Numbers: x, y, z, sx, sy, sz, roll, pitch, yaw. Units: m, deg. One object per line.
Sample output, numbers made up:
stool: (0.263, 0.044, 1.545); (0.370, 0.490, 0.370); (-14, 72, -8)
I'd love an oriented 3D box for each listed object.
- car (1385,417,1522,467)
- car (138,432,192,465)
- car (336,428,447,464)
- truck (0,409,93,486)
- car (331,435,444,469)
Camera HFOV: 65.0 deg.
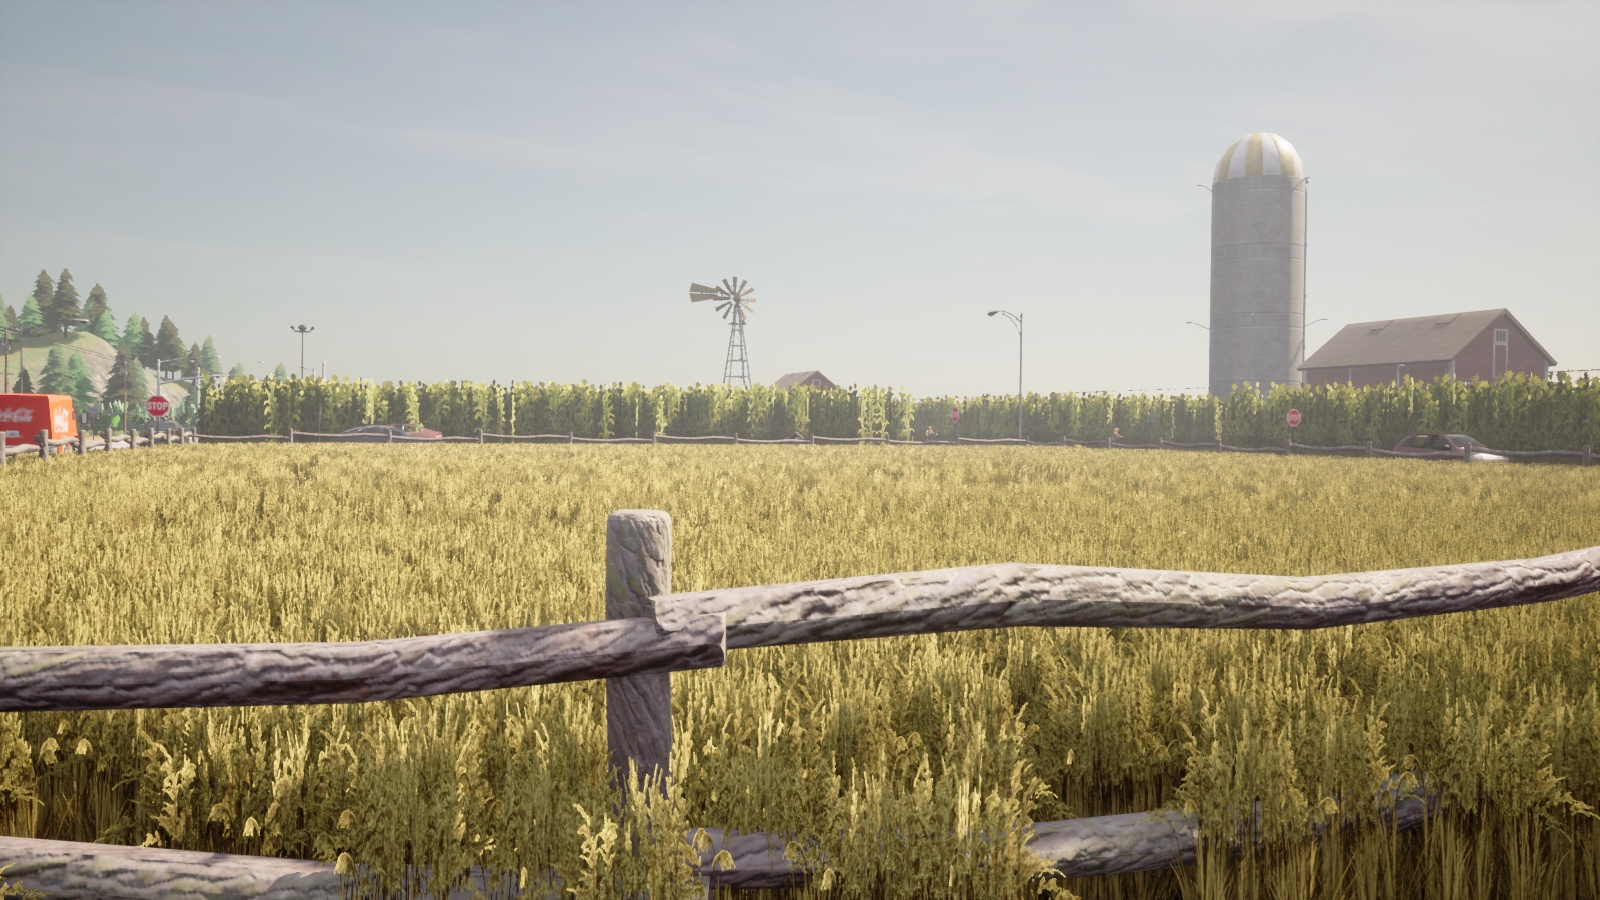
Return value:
car: (22.305, -0.301, 43.006); (1.851, 1.617, 3.988); (-1, 1, -19)
car: (-36.122, -0.117, 71.515); (2.097, 1.767, 4.553); (-1, 1, -19)
car: (-19.937, -0.206, 61.306); (5.027, 1.651, 2.152); (-1, 1, -19)
truck: (-26.350, -0.107, 43.125); (2.627, 2.467, 5.204); (-1, 1, -19)
car: (-19.168, 0.062, 58.293); (4.892, 1.490, 1.837); (-1, 1, -20)
